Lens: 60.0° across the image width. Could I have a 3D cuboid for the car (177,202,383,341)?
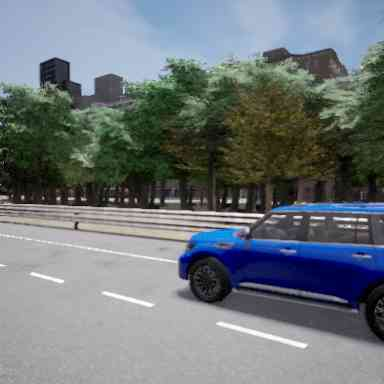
[{"bbox_3d":[2.333,1.223,6.504,5.566,2.045,2.150,0,0,36],"label":"car"}]
